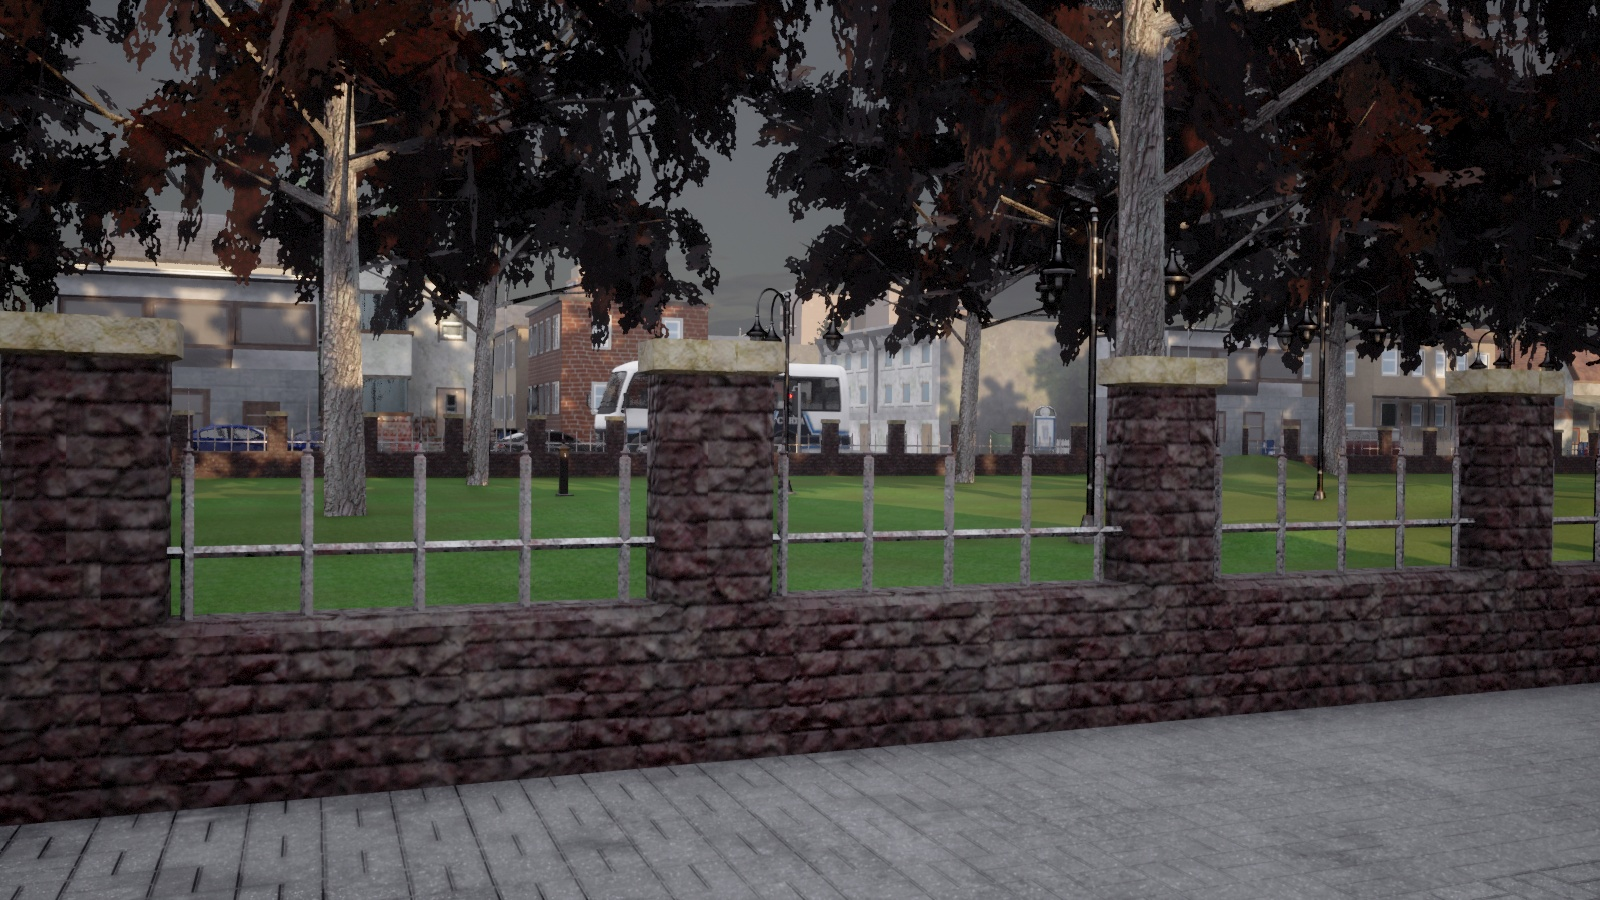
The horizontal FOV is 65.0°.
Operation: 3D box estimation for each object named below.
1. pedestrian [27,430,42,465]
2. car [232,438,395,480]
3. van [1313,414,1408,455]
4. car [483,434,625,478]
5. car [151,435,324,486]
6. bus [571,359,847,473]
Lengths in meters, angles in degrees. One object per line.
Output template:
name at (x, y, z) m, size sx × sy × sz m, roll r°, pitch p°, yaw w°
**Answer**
pedestrian at (-41.148, -0.146, 67.506) m, size 0.563 × 1.883 × 0.849 m, roll -1°, pitch 1°, yaw -23°
car at (-17.591, 0.294, 45.567) m, size 5.357 × 1.411 × 2.033 m, roll -1°, pitch 1°, yaw -21°
van at (28.271, -0.785, 63.343) m, size 4.442 × 1.987 × 1.775 m, roll -1°, pitch 1°, yaw -21°
car at (-8.734, 0.192, 44.624) m, size 4.674 × 1.442 × 1.812 m, roll -1°, pitch 1°, yaw -24°
car at (-18.238, 0.307, 40.900) m, size 5.008 × 1.535 × 1.882 m, roll -1°, pitch 1°, yaw -24°
bus at (-3.633, -1.358, 50.309) m, size 10.273 × 4.253 × 3.944 m, roll -1°, pitch 1°, yaw -21°
